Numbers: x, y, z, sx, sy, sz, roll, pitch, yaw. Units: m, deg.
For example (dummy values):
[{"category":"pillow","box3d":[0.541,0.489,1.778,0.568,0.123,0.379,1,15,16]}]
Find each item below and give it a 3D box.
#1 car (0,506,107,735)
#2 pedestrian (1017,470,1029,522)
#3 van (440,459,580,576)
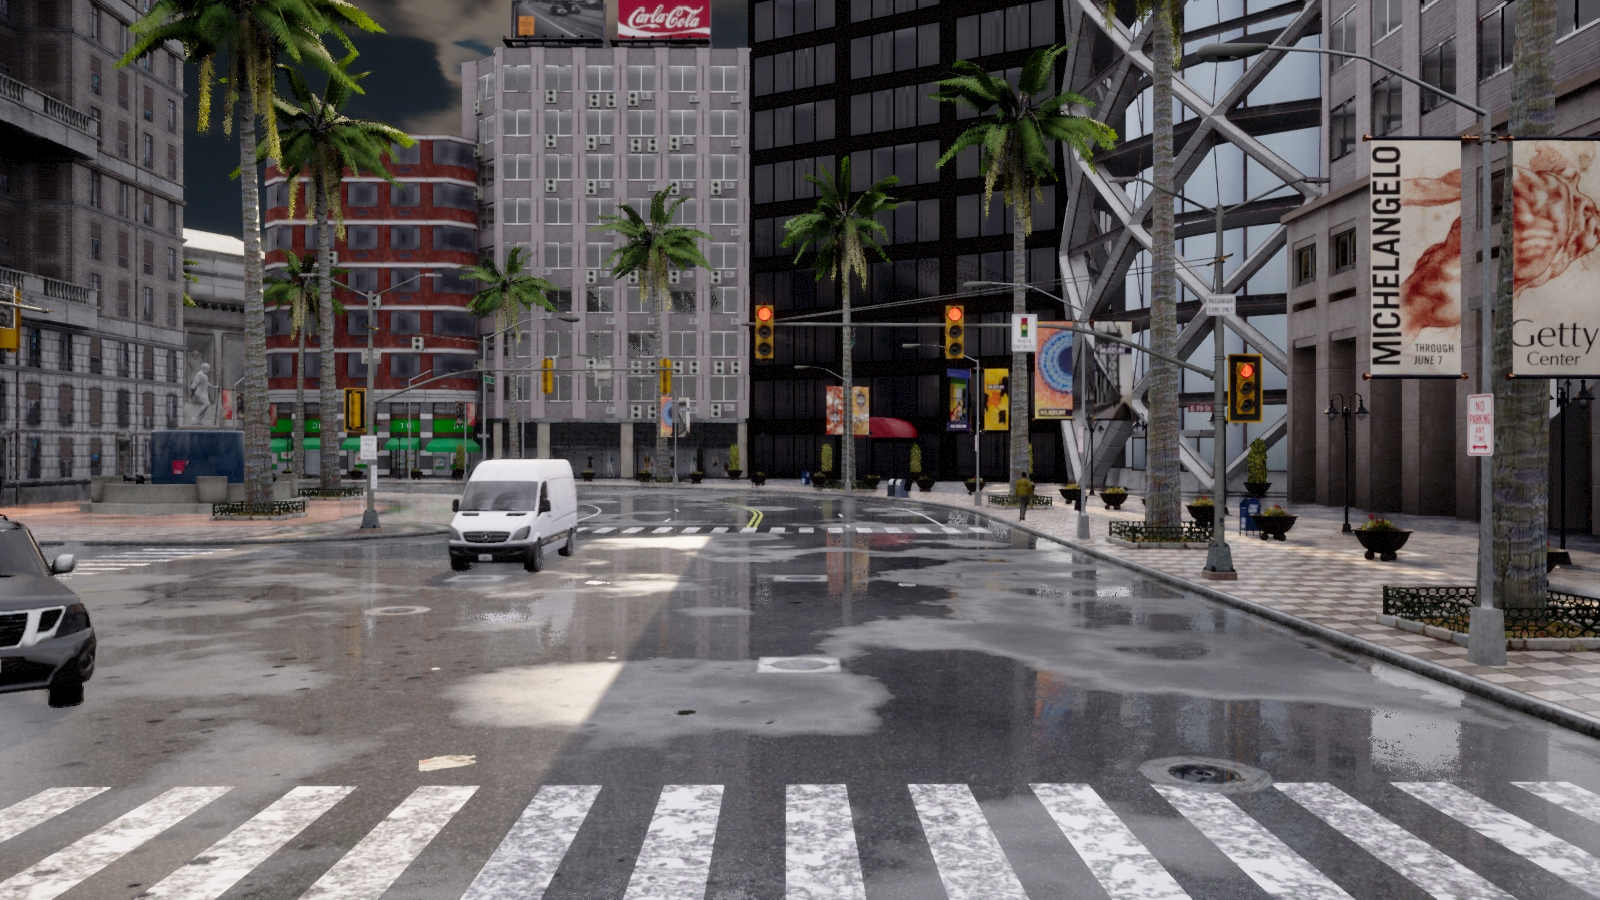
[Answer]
[{"category":"car","box3d":[-9.921,1.775,13.071,2.150,2.045,5.566,0,0,-45]},{"category":"pedestrian","box3d":[8.186,1.681,41.923,0.375,1.860,0.375,0,0,24]},{"category":"van","box3d":[-7.020,1.525,28.360,1.988,2.561,5.915,0,0,0]}]
